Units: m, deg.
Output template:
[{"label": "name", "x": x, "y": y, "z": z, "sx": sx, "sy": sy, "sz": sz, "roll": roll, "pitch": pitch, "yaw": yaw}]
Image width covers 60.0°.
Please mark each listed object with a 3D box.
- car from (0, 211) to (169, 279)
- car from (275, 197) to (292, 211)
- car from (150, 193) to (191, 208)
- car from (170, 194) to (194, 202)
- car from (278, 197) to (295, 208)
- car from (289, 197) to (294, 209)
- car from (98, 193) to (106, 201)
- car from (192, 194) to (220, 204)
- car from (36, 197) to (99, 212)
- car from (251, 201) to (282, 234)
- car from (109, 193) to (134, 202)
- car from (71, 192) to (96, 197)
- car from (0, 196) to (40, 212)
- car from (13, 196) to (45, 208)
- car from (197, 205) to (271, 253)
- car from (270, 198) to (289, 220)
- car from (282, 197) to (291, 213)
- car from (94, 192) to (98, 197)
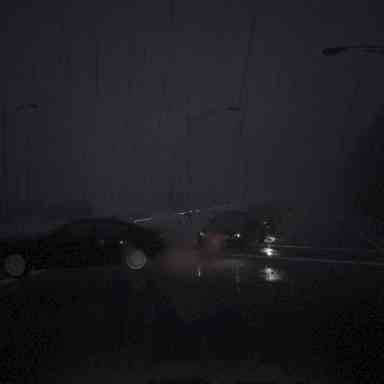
[{"label": "car", "x": -3.203, "y": 1.475, "z": 9.877, "sx": 5.008, "sy": 1.535, "sz": 1.882, "roll": 0, "pitch": 0, "yaw": -16}, {"label": "car", "x": 11.658, "y": 1.481, "z": 42.110, "sx": 1.837, "sy": 1.490, "sz": 4.892, "roll": 0, "pitch": 0, "yaw": 19}, {"label": "car", "x": -2.967, "y": 1.072, "z": 41.774, "sx": 4.605, "sy": 1.855, "sz": 1.932, "roll": 0, "pitch": 0, "yaw": 18}, {"label": "car", "x": -2.104, "y": 1.254, "z": 68.690, "sx": 4.514, "sy": 1.523, "sz": 2.007, "roll": 0, "pitch": 0, "yaw": 18}, {"label": "car", "x": 13.655, "y": 1.466, "z": 48.027, "sx": 2.128, "sy": 1.511, "sz": 4.902, "roll": 0, "pitch": 0, "yaw": 19}, {"label": "car", "x": 9.786, "y": 1.542, "z": 36.553, "sx": 1.994, "sy": 1.385, "sz": 4.181, "roll": 0, "pitch": 0, "yaw": 19}, {"label": "car", "x": -20.214, "y": 1.011, "z": 70.941, "sx": 3.866, "sy": 1.878, "sz": 1.905, "roll": 0, "pitch": 0, "yaw": 18}, {"label": "car", "x": 1.660, "y": 1.123, "z": 56.782, "sx": 5.027, "sy": 1.636, "sz": 2.152, "roll": 0, "pitch": 0, "yaw": 18}, {"label": "car", "x": -9.036, "y": 1.355, "z": 24.209, "sx": 3.633, "sy": 1.501, "sz": 1.845, "roll": 0, "pitch": 0, "yaw": 18}, {"label": "car", "x": 3.960, "y": 1.489, "z": 19.305, "sx": 1.837, "sy": 1.490, "sz": 4.892, "roll": 0, "pitch": 0, "yaw": 19}, {"label": "car", "x": -13.809, "y": 1.043, "z": 65.312, "sx": 4.605, "sy": 1.855, "sz": 1.932, "roll": 0, "pitch": 0, "yaw": 18}, {"label": "car", "x": -18.464, "y": 1.246, "z": 53.736, "sx": 4.514, "sy": 1.523, "sz": 2.007, "roll": 0, "pitch": 0, "yaw": 18}, {"label": "car", "x": -15.115, "y": 1.354, "z": 29.404, "sx": 3.806, "sy": 1.475, "sz": 1.970, "roll": 0, "pitch": 0, "yaw": 18}, {"label": "car", "x": -21.698, "y": 1.271, "z": 44.281, "sx": 3.633, "sy": 1.501, "sz": 1.845, "roll": 0, "pitch": 0, "yaw": 18}, {"label": "car", "x": 1.813, "y": 1.513, "z": 13.896, "sx": 1.812, "sy": 1.442, "sz": 4.674, "roll": 0, "pitch": 0, "yaw": 24}, {"label": "car", "x": 5.870, "y": 1.474, "z": 24.951, "sx": 2.128, "sy": 1.511, "sz": 4.902, "roll": 0, "pitch": 0, "yaw": 19}, {"label": "car", "x": 7.747, "y": 1.485, "z": 30.515, "sx": 1.837, "sy": 1.490, "sz": 4.892, "roll": 0, "pitch": 0, "yaw": 19}, {"label": "car", "x": -21.856, "y": 1.295, "z": 67.986, "sx": 3.806, "sy": 1.475, "sz": 1.970, "roll": 0, "pitch": 0, "yaw": 18}]
